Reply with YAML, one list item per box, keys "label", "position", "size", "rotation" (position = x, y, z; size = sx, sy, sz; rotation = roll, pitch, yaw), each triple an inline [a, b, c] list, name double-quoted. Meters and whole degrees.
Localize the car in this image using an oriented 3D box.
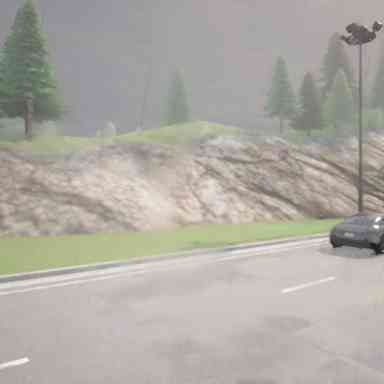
- label: "car"
  position: [7.419, 1.546, 13.446]
  size: [4.181, 1.385, 1.994]
  rotation: [0, 0, -36]
